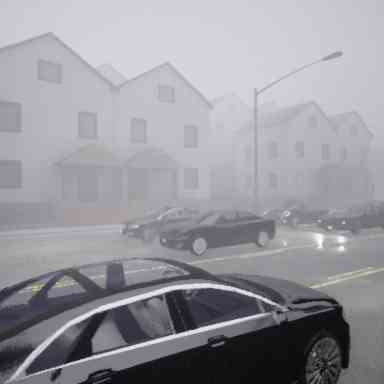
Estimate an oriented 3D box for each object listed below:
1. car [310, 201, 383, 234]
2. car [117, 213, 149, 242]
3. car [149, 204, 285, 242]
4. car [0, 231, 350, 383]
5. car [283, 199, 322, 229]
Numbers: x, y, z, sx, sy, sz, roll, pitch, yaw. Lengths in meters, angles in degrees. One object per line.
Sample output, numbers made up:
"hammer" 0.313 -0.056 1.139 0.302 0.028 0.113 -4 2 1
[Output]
"car" 9.292 1.424 18.515 5.357 1.411 2.033 0 0 -33
"car" -1.076 1.430 15.837 4.902 1.511 2.128 0 0 -33
"car" 1.103 1.417 13.084 5.008 1.535 1.882 0 0 -33
"car" -0.317 1.480 3.457 4.902 1.511 2.128 0 0 -34
"car" 6.592 1.232 20.925 4.553 1.767 2.097 0 0 -33
